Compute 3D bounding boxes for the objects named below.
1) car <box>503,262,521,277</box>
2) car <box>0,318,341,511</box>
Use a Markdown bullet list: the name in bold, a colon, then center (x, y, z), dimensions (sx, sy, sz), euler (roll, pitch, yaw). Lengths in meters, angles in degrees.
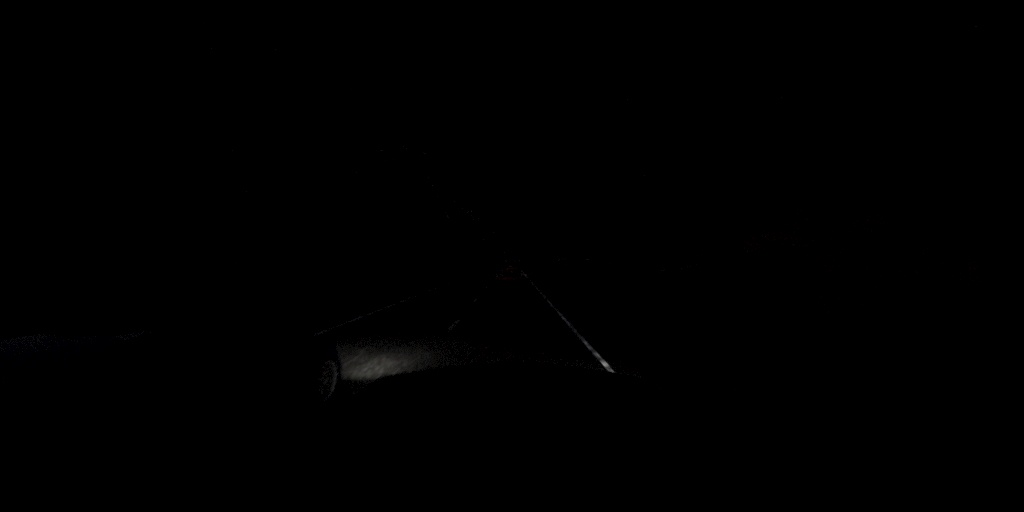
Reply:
- **car**: center (-0.015, 1.613, 41.834), dimensions (1.882, 1.535, 5.008), euler (0, 0, 0)
- **car**: center (-3.411, 1.316, 3.344), dimensions (1.812, 1.442, 4.674), euler (0, -1, 0)
